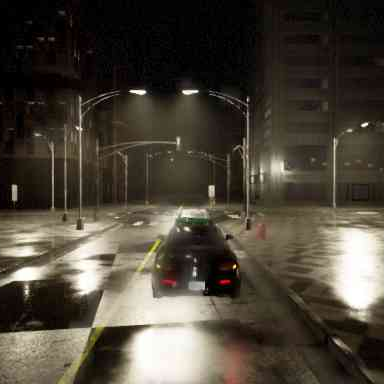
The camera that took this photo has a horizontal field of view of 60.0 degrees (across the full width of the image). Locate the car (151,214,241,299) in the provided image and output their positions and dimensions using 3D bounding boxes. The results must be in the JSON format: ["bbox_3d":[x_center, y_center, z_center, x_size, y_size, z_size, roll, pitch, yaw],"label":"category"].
[{"bbox_3d":[0.086,1.522,8.292,1.812,1.442,4.674,0,0,0],"label":"car"}]

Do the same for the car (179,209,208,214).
[{"bbox_3d":[0.078,1.592,18.238,1.895,1.301,4.718,0,0,0],"label":"car"}]
